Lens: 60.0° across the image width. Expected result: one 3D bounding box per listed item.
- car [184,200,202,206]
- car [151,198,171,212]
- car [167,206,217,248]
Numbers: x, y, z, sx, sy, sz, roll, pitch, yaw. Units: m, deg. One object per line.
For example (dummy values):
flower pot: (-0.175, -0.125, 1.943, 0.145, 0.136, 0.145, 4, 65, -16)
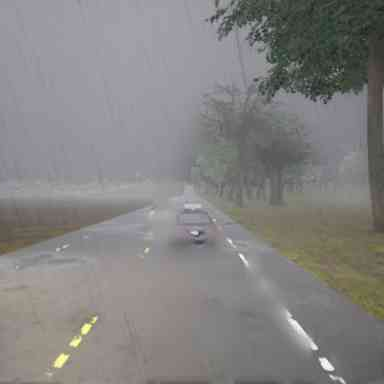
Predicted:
car: (0.099, 1.572, 37.360, 1.895, 1.301, 4.718, 0, 0, 0)
car: (-3.502, 1.476, 38.029, 1.837, 1.490, 4.892, 0, 0, 0)
car: (0.097, 1.559, 14.740, 2.033, 1.411, 5.357, 0, 0, 0)
